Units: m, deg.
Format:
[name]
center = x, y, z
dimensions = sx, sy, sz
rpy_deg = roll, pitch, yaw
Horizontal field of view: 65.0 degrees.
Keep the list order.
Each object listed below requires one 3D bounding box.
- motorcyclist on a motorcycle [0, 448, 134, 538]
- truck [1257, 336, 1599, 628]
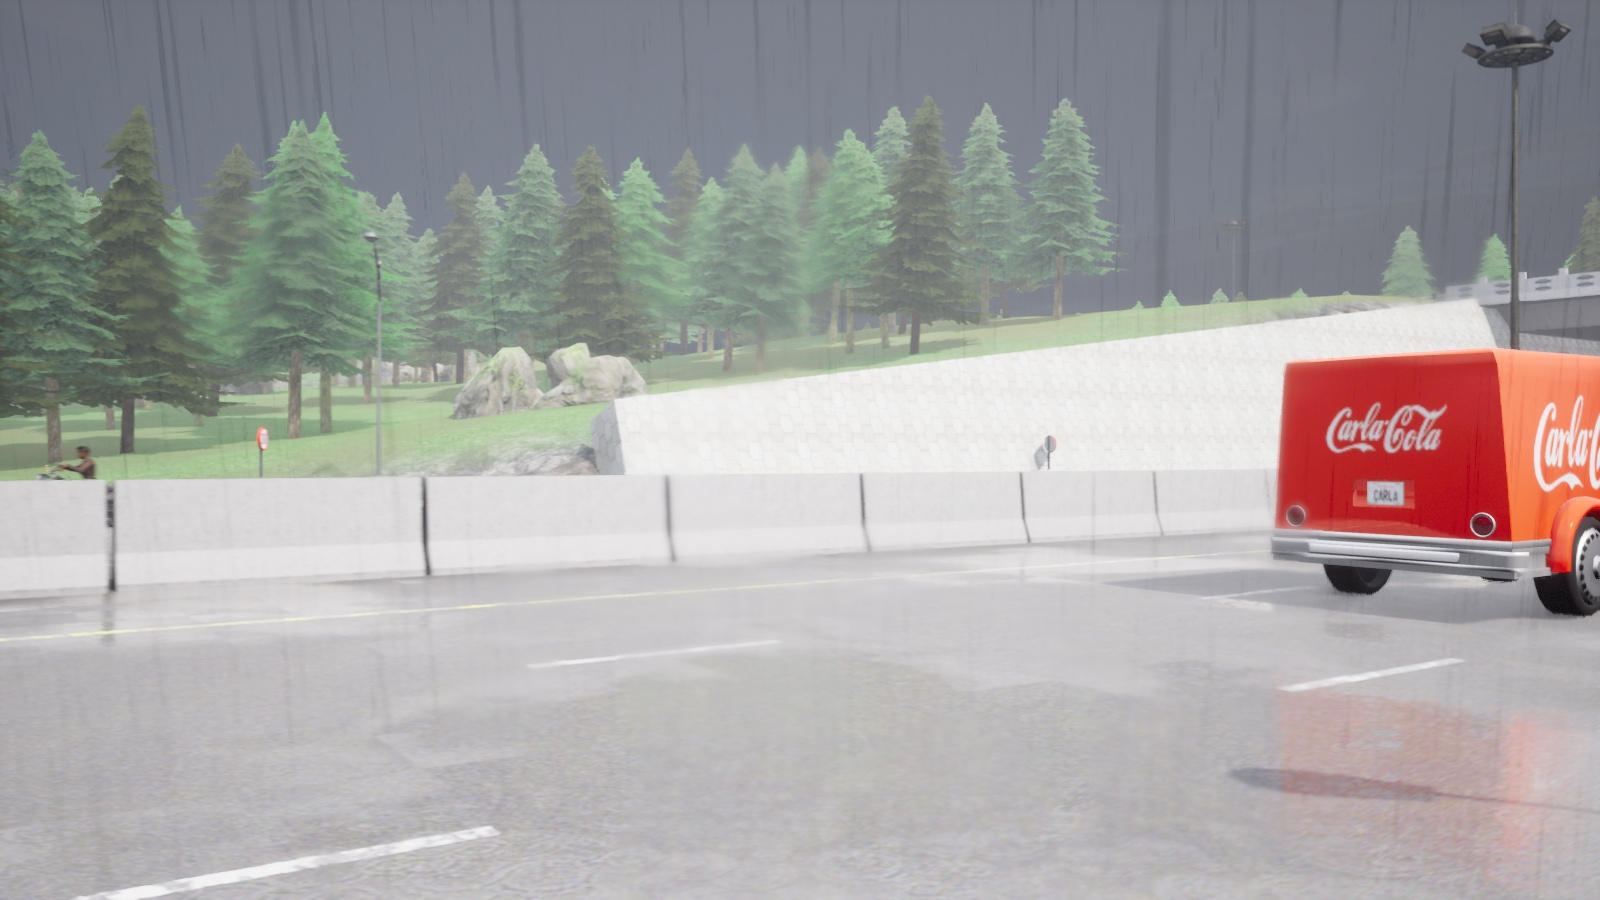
[motorcyclist on a motorcycle]
center = -13.983, 0.783, 23.777
dimensions = 2.350, 1.649, 0.766
rpy_deg = 0, 0, -35
[truck]
center = 7.537, 0.274, 13.171
dimensions = 5.204, 2.467, 2.627
rpy_deg = 0, 0, -35
